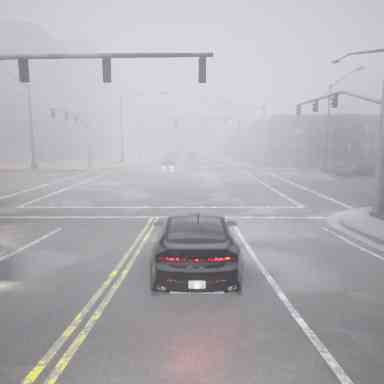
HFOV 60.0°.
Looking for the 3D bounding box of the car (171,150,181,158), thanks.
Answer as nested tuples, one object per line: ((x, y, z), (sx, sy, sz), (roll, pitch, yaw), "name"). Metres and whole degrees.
((-3.403, -8.060, 70.957), (1.882, 1.535, 5.008), (0, 9, 0), "car")

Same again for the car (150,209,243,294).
((0.083, 1.189, 8.201), (1.837, 1.490, 4.892), (0, 4, 0), "car")

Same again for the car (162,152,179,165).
((-3.527, -4.871, 50.648), (2.033, 1.411, 5.357), (0, 9, 0), "car")

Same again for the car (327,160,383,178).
((16.688, -2.135, 32.794), (5.357, 1.411, 2.033), (0, 9, 2), "car")

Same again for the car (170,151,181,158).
((-3.484, -6.624, 60.778), (2.097, 1.767, 4.553), (0, 9, 0), "car")

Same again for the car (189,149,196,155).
((0.122, -10.826, 89.275), (1.812, 1.442, 4.674), (0, 9, 0), "car")

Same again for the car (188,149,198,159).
((0.191, -7.415, 66.925), (1.837, 1.490, 4.892), (0, 9, 0), "car")

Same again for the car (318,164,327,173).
((16.324, -2.721, 36.244), (4.902, 1.511, 2.128), (0, 9, 0), "car")
